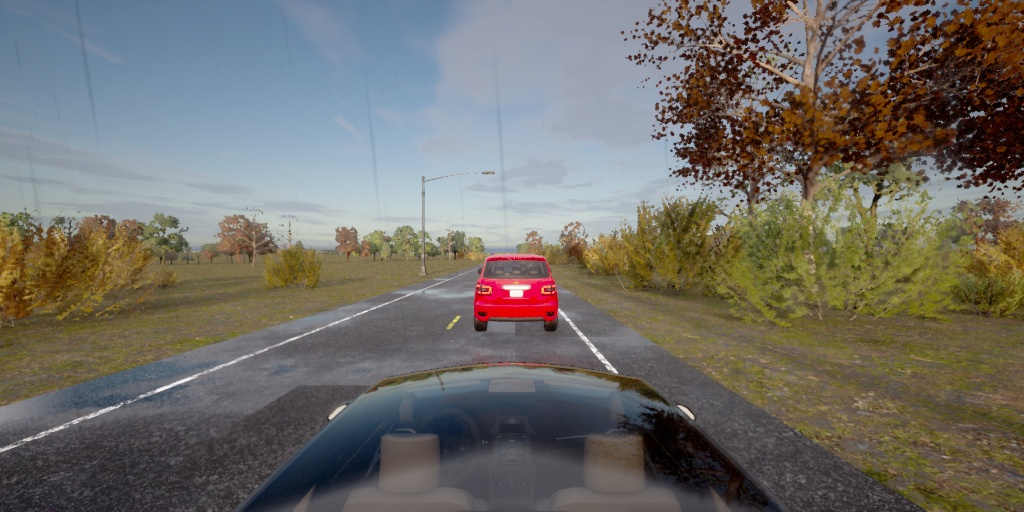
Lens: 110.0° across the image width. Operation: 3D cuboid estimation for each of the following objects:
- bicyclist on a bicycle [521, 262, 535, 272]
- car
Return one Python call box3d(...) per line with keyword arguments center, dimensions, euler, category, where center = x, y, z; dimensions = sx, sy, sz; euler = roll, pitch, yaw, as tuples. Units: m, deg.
box3d(center=(0.946, 1.114, 18.745), dimensions=(0.659, 1.776, 1.843), euler=(0, 0, 0), category="bicyclist on a bicycle")
box3d(center=(0.093, 0.968, 11.039), dimensions=(2.150, 2.045, 5.566), euler=(0, 0, 0), category="car")
